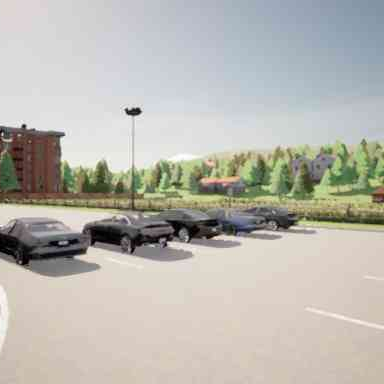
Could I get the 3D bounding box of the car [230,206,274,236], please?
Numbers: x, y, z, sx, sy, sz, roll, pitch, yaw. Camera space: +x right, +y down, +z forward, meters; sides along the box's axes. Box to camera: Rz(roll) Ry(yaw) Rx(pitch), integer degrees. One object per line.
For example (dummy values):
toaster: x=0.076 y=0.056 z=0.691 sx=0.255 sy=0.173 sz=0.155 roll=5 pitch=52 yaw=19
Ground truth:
car: x=1.741 y=1.663 z=19.366 sx=5.357 sy=1.411 sz=2.033 roll=0 pitch=0 yaw=44

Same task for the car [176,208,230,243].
car: x=-0.742 y=1.583 z=16.898 sx=5.008 sy=1.535 sz=1.882 roll=0 pitch=0 yaw=44

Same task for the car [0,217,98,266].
car: x=-5.768 y=1.633 z=12.023 sx=5.357 sy=1.411 sz=2.033 roll=0 pitch=0 yaw=44

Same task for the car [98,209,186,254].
car: x=-2.826 y=1.584 z=14.042 sx=4.902 sy=1.511 sz=2.128 roll=0 pitch=0 yaw=44

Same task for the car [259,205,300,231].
car: x=4.477 y=1.628 z=21.585 sx=4.892 sy=1.490 sz=1.837 roll=0 pitch=0 yaw=44
